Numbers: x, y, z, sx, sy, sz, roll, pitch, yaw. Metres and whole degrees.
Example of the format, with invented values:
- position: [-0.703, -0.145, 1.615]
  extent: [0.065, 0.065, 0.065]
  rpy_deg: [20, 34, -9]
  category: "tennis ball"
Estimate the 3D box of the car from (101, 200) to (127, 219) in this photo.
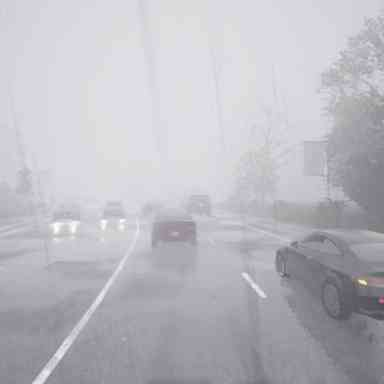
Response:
- position: [-6.950, 1.527, 29.635]
  extent: [1.837, 1.490, 4.892]
  rpy_deg: [0, 0, -12]
  category: "car"

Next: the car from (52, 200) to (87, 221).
- position: [-10.001, 1.589, 27.108]
  extent: [1.994, 1.385, 4.181]
  rpy_deg: [0, 0, -12]
  category: "car"

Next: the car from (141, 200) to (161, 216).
- position: [-4.026, 1.498, 33.417]
  extent: [1.882, 1.535, 5.008]
  rpy_deg: [0, 0, -13]
  category: "car"

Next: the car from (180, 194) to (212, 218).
- position: [0.219, 1.236, 30.570]
  extent: [2.150, 2.045, 5.566]
  rpy_deg: [0, 0, -12]
  category: "car"

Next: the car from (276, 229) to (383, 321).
- position: [3.286, 1.521, 7.197]
  extent: [1.812, 1.442, 4.674]
  rpy_deg: [0, 0, -3]
  category: "car"

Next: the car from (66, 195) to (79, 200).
- position: [-23.606, 1.363, 65.746]
  extent: [2.097, 1.767, 4.553]
  rpy_deg: [0, 0, -28]
  category: "car"

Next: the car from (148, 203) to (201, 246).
- position: [-0.912, 1.486, 15.541]
  extent: [1.882, 1.535, 5.008]
  rpy_deg: [0, 0, -6]
  category: "car"

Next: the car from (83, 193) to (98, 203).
- position: [-20.735, 1.217, 67.792]
  extent: [2.150, 2.045, 5.566]
  rpy_deg: [0, 0, -28]
  category: "car"
